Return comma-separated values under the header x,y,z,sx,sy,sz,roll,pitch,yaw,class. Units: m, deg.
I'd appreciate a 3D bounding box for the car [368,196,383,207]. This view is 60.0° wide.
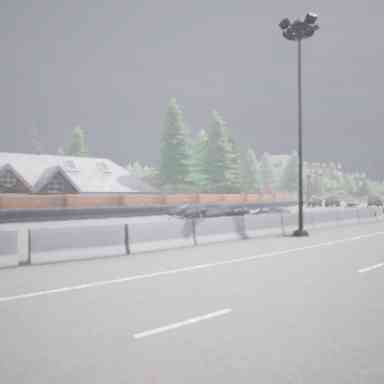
x,y,z,sx,sy,sz,roll,pitch,yaw,class
33.074,1.723,59.976,2.150,2.045,5.566,-1,-1,32,car

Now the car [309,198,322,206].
x,y,z,sx,sy,sz,roll,pitch,yaw,class
24.559,2.072,66.192,1.837,1.490,4.892,-1,-1,32,car

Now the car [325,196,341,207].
x,y,z,sx,sy,sz,roll,pitch,yaw,class
26.983,1.799,63.424,2.150,2.045,5.566,-1,-1,32,car

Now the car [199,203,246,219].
x,y,z,sx,sy,sz,roll,pitch,yaw,class
3.224,1.825,29.295,4.892,1.490,1.837,1,-1,-43,car

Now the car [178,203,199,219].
x,y,z,sx,sy,sz,roll,pitch,yaw,class
1.351,1.869,32.332,4.892,1.490,1.837,1,-1,-43,car

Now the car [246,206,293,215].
x,y,z,sx,sy,sz,roll,pitch,yaw,class
6.804,1.847,27.840,4.181,1.385,1.994,0,-1,-43,car

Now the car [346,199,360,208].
x,y,z,sx,sy,sz,roll,pitch,yaw,class
29.354,2.017,60.604,1.882,1.535,5.008,0,-1,32,car

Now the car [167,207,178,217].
x,y,z,sx,sy,sz,roll,pitch,yaw,class
-0.507,1.932,35.373,4.674,1.442,1.812,1,-1,-43,car
